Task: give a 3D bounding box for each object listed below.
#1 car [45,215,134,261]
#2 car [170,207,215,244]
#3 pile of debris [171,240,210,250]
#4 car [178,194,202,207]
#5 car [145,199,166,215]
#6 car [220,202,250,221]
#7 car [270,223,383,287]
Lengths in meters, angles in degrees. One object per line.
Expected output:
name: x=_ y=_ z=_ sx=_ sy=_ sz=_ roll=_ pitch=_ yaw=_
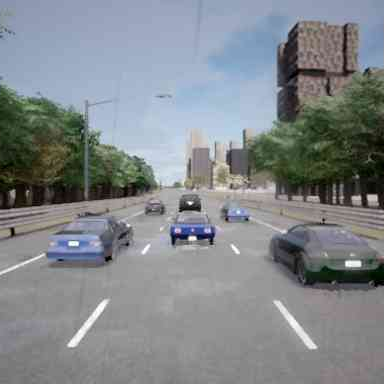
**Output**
car: x=-3.453 y=1.547 z=12.164 sx=2.033 sy=1.411 sz=5.357 roll=0 pitch=0 yaw=0
car: x=0.006 y=1.597 z=15.713 sx=1.895 sy=1.301 sz=4.718 roll=0 pitch=0 yaw=-1
pile of debris: x=-0.058 y=2.174 z=13.696 sx=1.500 sy=0.140 sz=1.860 roll=0 pitch=0 yaw=0
car: x=-0.204 y=1.210 z=33.662 sx=2.150 sy=2.045 sz=5.566 roll=0 pitch=0 yaw=-1
car: x=-3.718 y=1.481 z=34.310 sx=2.128 sy=1.511 sz=4.902 roll=0 pitch=0 yaw=-1
car: x=3.396 y=1.539 z=27.033 sx=2.033 sy=1.411 sz=5.357 roll=0 pitch=0 yaw=-1
car: x=3.562 y=1.561 z=9.375 sx=1.994 sy=1.385 sz=4.181 roll=0 pitch=0 yaw=0
